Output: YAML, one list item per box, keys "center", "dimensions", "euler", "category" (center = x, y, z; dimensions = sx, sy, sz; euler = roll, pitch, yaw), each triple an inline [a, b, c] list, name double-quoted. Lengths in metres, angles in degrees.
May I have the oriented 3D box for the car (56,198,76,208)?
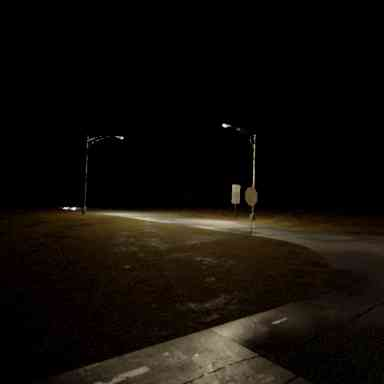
- center: [-18.891, 1.595, 49.827]
  dimensions: [1.994, 1.385, 4.181]
  euler: [3, -2, -36]
  category: "car"
